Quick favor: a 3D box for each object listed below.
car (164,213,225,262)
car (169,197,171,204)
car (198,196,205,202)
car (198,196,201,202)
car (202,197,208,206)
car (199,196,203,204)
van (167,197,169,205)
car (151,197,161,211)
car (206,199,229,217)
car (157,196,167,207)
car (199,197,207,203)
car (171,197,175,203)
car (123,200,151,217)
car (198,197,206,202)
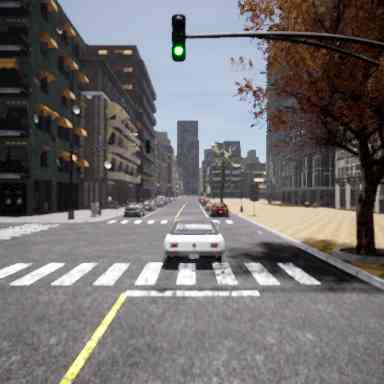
[{"bbox_3d":[0.080,1.658,12.283,1.895,1.301,4.718,0,0,0],"label":"car"},{"bbox_3d":[-5.682,1.932,66.378,1.802,1.307,4.206,0,0,0],"label":"car"},{"bbox_3d":[2.701,1.962,94.040,1.967,1.590,4.097,0,0,0],"label":"car"},{"bbox_3d":[2.699,1.909,72.080,1.752,1.417,4.829,0,0,0],"label":"car"},{"bbox_3d":[2.696,1.749,44.417,1.752,1.417,4.829,0,0,0],"label":"car"},{"bbox_3d":[2.698,1.899,60.844,1.802,1.307,4.206,0,0,0],"label":"car"},{"bbox_3d":[-5.682,1.659,60.847,1.690,1.788,3.998,0,0,0],"label":"van"},{"bbox_3d":[-5.684,1.773,44.248,2.008,1.369,4.403,0,0,0],"label":"car"},{"bbox_3d":[2.695,1.707,33.182,1.887,1.381,4.507,0,0,0],"label":"car"},{"bbox_3d":[-5.683,1.726,55.314,1.967,1.590,4.097,0,0,0],"label":"car"},{"bbox_3d":[2.700,1.995,82.975,1.887,1.381,4.507,0,0,0],"label":"car"},{"bbox_3d":[-5.681,1.856,77.444,1.967,1.590,4.097,0,0,0],"label":"car"},{"bbox_3d":[-5.685,1.713,33.183,2.008,1.369,4.403,0,0,0],"label":"car"},{"bbox_3d":[2.701,2.037,88.508,2.008,1.369,4.403,0,0,0],"label":"car"}]
